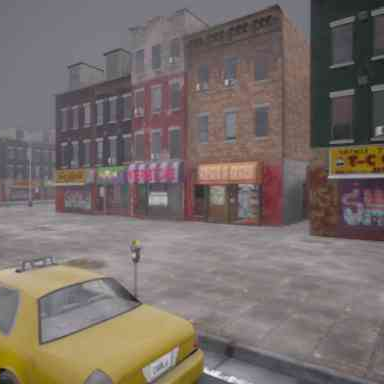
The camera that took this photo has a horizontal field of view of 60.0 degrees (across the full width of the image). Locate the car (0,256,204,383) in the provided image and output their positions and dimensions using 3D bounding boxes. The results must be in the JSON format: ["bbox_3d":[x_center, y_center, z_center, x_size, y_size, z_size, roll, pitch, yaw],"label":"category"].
[{"bbox_3d":[-2.159,1.528,4.338,4.829,1.417,1.752,0,0,35],"label":"car"}]
